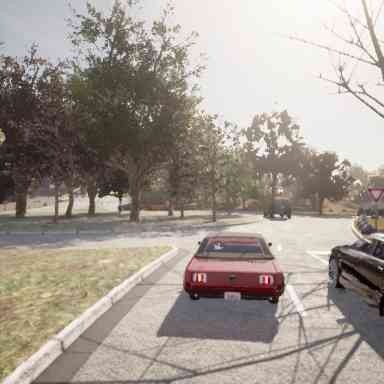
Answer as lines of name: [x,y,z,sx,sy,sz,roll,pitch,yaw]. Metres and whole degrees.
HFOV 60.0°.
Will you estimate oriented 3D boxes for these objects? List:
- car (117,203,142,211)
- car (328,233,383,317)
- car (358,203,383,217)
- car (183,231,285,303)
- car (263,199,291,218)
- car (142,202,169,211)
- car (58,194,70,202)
car: [-10.763,2.619,59.129,4.902,1.511,2.128,0,-1,-1]
car: [4.045,1.506,6.230,2.128,1.511,4.902,0,0,7]
car: [21.894,2.139,39.814,4.553,1.767,2.097,2,-2,-34]
car: [1.055,1.636,8.289,1.895,1.301,4.718,0,-1,8]
car: [9.407,1.823,36.977,2.150,2.045,5.566,0,-1,2]
car: [-5.451,2.395,55.510,4.553,1.767,2.097,-1,-2,24]
car: [-33.190,1.838,84.911,1.946,1.575,5.366,0,2,-12]
